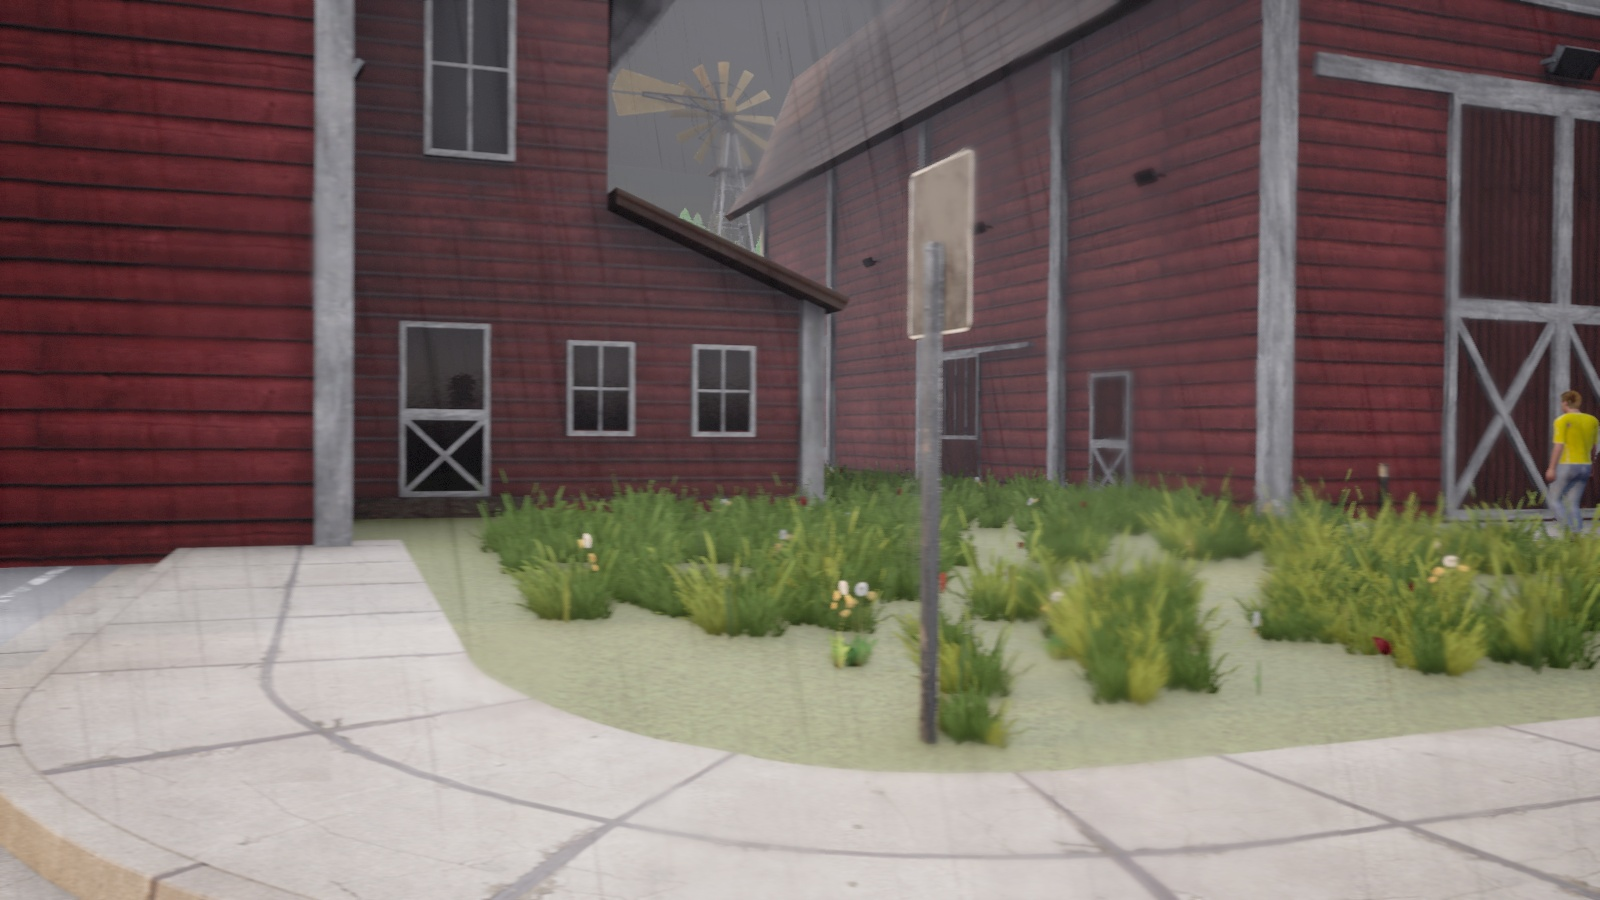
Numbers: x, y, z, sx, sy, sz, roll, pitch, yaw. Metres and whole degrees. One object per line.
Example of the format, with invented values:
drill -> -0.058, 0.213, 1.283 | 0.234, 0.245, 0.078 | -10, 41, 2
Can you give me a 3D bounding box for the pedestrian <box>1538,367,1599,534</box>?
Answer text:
pedestrian -> 8.719, -0.001, 14.125 | 0.354, 1.836, 0.706 | -1, 1, -6
